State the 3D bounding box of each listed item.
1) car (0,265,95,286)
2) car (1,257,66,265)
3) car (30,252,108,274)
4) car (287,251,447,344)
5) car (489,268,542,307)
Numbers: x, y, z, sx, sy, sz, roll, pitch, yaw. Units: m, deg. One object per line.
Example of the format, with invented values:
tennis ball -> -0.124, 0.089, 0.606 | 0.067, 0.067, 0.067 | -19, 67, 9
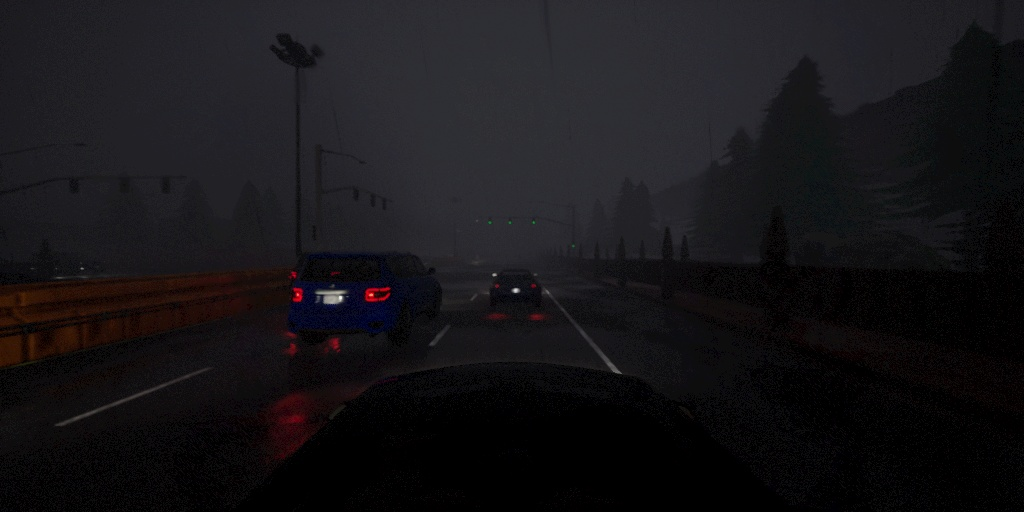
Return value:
car -> -17.542, 1.185, 11.432 | 2.033, 1.411, 5.357 | 0, 1, 1
car -> -39.239, 0.982, 28.578 | 4.674, 1.442, 1.812 | 0, 1, 0
car -> -39.830, 0.644, 32.089 | 5.566, 2.045, 2.150 | 0, 1, 0
car -> -3.378, 0.885, 9.412 | 2.150, 2.045, 5.566 | 0, 1, 0
car -> 0.141, 1.176, 14.694 | 1.994, 1.385, 4.181 | 0, 1, 0
